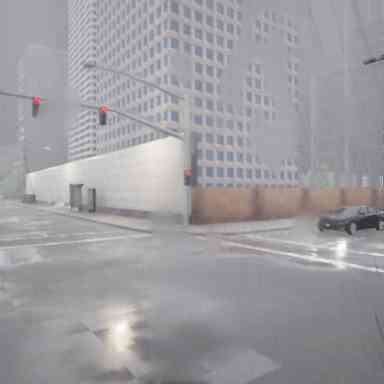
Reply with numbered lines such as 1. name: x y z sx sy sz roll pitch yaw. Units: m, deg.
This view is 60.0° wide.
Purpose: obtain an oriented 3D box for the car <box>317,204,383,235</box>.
1. car: 9.278 1.498 19.208 5.008 1.535 1.882 0 0 -35
